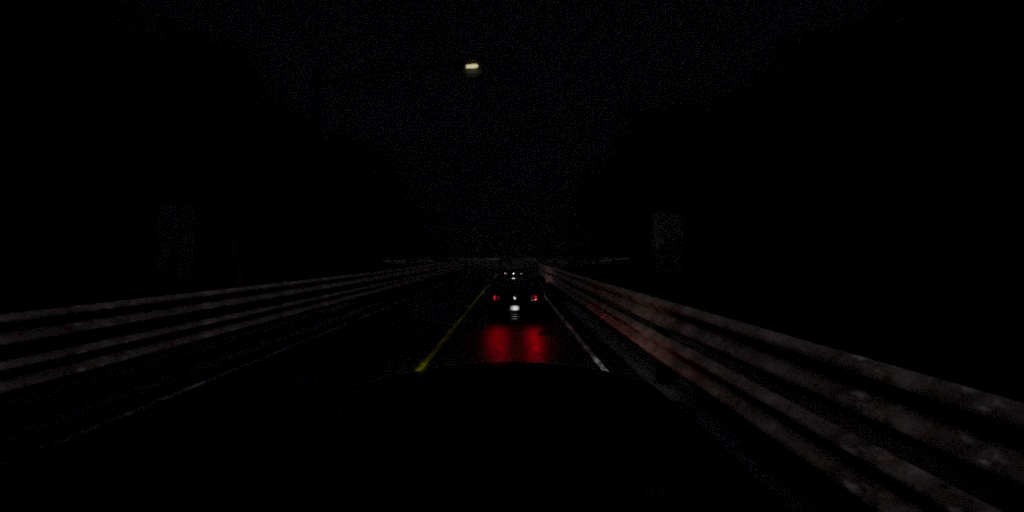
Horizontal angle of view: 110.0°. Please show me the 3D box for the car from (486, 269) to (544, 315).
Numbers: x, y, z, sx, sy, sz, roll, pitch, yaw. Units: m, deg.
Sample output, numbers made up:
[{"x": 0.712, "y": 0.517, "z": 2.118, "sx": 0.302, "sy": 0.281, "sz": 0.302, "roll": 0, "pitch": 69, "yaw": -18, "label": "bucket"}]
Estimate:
[{"x": 0.100, "y": 1.358, "z": 13.592, "sx": 1.895, "sy": 1.301, "sz": 4.718, "roll": 0, "pitch": 0, "yaw": 0, "label": "car"}]

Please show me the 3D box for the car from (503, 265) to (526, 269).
[{"x": 0.202, "y": 1.368, "z": 29.260, "sx": 1.895, "sy": 1.301, "sz": 4.718, "roll": 0, "pitch": 0, "yaw": 2, "label": "car"}]
